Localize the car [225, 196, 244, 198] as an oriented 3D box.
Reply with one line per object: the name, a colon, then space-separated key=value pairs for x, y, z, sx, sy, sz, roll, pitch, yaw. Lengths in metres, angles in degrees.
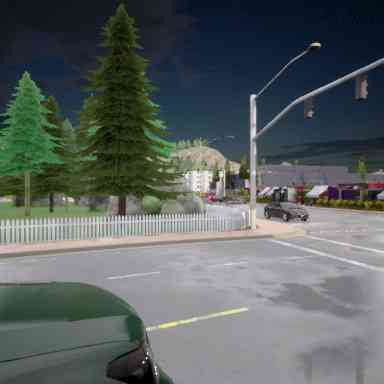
car: x=8.616 y=1.547 z=62.284 sx=2.128 sy=1.511 sz=4.902 roll=0 pitch=0 yaw=-16

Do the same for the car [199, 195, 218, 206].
car: x=1.629 y=1.559 z=48.109 sx=1.837 sy=1.490 sz=4.892 roll=0 pitch=0 yaw=-16

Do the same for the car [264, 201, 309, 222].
car: x=7.671 y=1.560 z=27.462 sx=1.837 sy=1.490 sz=4.892 roll=0 pitch=0 yaw=-16

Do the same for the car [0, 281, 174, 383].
car: x=-2.779 y=1.221 z=1.653 sx=5.566 sy=2.045 sz=2.150 roll=0 pitch=0 yaw=-36

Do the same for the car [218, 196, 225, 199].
car: x=5.989 y=1.559 z=71.147 sx=1.837 sy=1.490 sz=4.892 roll=0 pitch=0 yaw=-16

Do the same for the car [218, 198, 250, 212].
car: x=4.893 y=1.656 z=36.943 sx=1.895 sy=1.301 sz=4.718 roll=0 pitch=0 yaw=-16

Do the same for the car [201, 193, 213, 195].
car: x=2.844 y=1.277 z=69.594 sx=2.150 sy=2.045 sz=5.566 roll=0 pitch=0 yaw=-17
